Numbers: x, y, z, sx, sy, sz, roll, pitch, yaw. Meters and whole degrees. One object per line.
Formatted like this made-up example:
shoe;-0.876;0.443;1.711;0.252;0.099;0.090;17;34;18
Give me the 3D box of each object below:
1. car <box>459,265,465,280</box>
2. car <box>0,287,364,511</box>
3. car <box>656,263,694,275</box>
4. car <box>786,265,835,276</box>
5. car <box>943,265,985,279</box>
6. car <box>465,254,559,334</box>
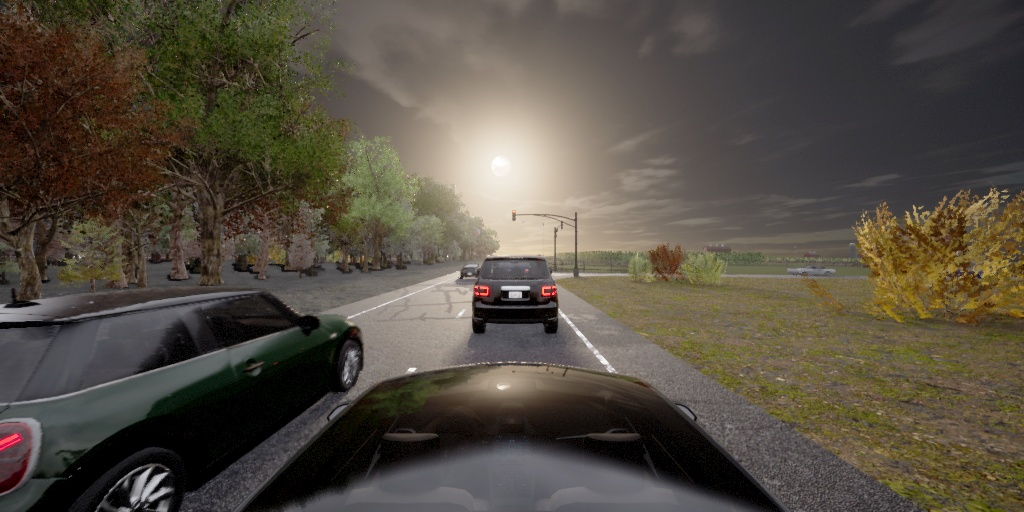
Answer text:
car;-3.464;1.281;31.749;1.812;1.442;4.674;0;0;0
car;-3.404;1.103;3.870;2.097;1.767;4.553;0;0;0
car;20.035;1.553;44.161;4.674;1.442;1.812;1;-1;0
car;36.663;1.810;44.118;4.718;1.301;1.895;1;-1;0
car;50.293;1.775;40.462;5.008;1.535;1.882;1;-1;1
car;0.078;0.974;10.813;2.150;2.045;5.566;0;0;0
